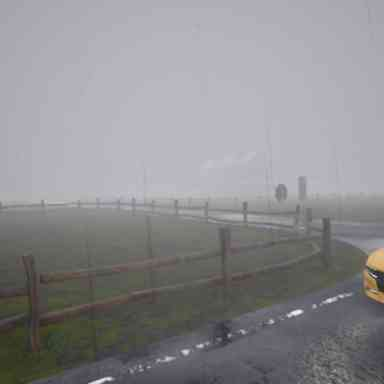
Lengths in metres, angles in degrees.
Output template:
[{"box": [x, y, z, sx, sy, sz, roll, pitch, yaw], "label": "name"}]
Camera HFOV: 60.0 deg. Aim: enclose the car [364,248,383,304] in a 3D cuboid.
[{"box": [5.430, 1.291, 6.676, 5.008, 1.535, 1.882, -2, 1, -35], "label": "car"}]
